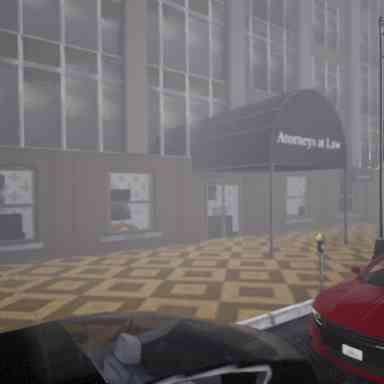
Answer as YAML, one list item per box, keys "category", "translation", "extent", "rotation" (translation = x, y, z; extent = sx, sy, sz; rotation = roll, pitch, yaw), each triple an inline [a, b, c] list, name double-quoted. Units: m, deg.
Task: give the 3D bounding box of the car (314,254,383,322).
- category: "car"
  translation: [3.617, 1.537, 5.003]
  extent: [4.507, 1.381, 1.887]
  rotation: [0, 0, -35]

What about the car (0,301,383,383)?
- category: "car"
  translation: [-1.021, 1.565, 1.718]
  extent: [4.313, 1.339, 1.947]
  rotation: [0, 0, -35]
